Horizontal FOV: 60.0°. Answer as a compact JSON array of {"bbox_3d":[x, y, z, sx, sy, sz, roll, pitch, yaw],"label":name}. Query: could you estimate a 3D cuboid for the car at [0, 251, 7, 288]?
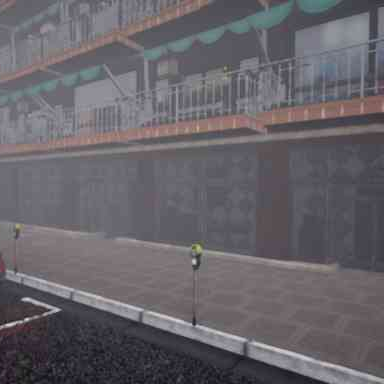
[{"bbox_3d":[-6.051,1.512,7.680,4.674,1.442,1.812,0,0,36],"label":"car"}]
